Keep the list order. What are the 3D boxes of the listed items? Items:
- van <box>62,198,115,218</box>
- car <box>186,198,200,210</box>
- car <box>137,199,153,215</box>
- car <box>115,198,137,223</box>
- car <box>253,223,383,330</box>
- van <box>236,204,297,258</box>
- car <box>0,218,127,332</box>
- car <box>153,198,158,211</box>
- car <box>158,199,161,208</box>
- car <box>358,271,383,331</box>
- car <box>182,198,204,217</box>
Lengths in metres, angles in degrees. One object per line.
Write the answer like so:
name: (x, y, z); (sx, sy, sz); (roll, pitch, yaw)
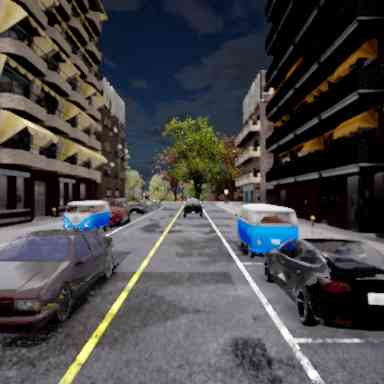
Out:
van: (-5.676, 1.391, 18.242); (1.690, 1.788, 3.998); (1, 0, 0)
car: (0.099, 1.614, 47.005); (1.882, 1.535, 5.008); (0, 0, 0)
car: (-5.680, 1.666, 35.227); (1.947, 1.339, 4.313); (1, 0, 0)
car: (-5.676, 1.381, 23.903); (2.192, 1.841, 5.009); (1, 0, 0)
car: (2.708, 1.584, 6.880); (1.947, 1.339, 4.313); (1, 0, 0)
van: (2.690, 1.375, 12.542); (1.690, 1.788, 3.998); (1, 0, 0)
car: (-3.072, 1.568, 7.402); (2.033, 1.411, 5.357); (0, 0, 0)
car: (-5.680, 1.668, 40.889); (2.008, 1.369, 4.403); (1, 0, 0)
car: (-5.773, 1.704, 52.207); (2.008, 1.369, 4.403); (1, 0, 0)
car: (2.705, 1.548, 1.218); (1.887, 1.381, 4.507); (1, 0, 0)
car: (0.100, 1.597, 32.609); (1.837, 1.490, 4.892); (0, 0, 0)
